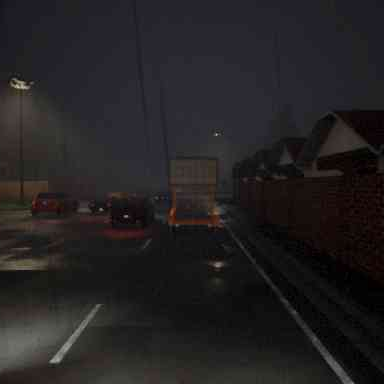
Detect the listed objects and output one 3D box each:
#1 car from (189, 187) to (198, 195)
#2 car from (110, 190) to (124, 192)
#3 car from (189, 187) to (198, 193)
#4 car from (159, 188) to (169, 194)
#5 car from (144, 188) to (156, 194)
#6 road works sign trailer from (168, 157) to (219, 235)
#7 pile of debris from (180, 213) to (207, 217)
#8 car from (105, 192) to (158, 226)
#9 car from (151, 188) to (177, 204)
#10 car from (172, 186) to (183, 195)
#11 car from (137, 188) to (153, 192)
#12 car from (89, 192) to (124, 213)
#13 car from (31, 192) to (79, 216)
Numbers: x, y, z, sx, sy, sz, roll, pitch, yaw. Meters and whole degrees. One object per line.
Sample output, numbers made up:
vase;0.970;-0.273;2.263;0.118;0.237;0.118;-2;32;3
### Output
car;0.309;-0.214;72.959;1.837;1.490;4.892;0;1;0
car;-10.207;0.410;45.618;1.882;1.535;5.008;0;1;0
car;0.354;-0.557;83.373;2.033;1.411;5.357;0;1;0
car;-6.659;-0.340;80.488;2.033;1.411;5.357;0;1;0
car;-10.157;-0.350;80.918;2.033;1.411;5.357;0;1;0
road works sign trailer;0.068;0.084;16.176;2.380;3.560;2.880;0;1;0
pile of debris;0.097;1.622;23.214;1.860;0.140;1.500;0;1;0
car;-3.319;1.024;19.306;1.882;1.535;5.008;0;1;0
car;-3.237;0.644;38.632;2.033;1.411;5.357;0;1;0
car;-3.189;-0.499;73.414;2.150;2.045;5.566;0;1;0
car;-6.721;0.465;45.323;1.812;1.442;4.674;0;1;0
car;-6.786;0.966;27.070;1.895;1.301;4.718;0;1;0
car;-10.292;0.755;25.385;2.097;1.767;4.553;0;1;0
